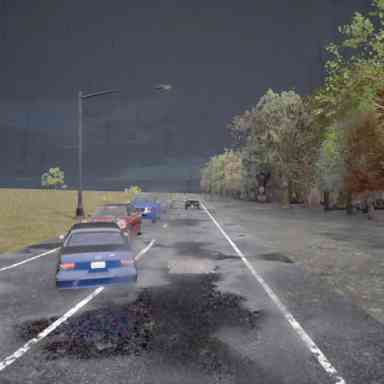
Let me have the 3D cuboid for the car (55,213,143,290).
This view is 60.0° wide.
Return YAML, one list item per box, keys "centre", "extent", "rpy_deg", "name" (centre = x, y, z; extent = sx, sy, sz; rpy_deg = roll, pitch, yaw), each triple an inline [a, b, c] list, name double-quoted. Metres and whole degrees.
- centre: [-2.691, 1.549, 9.250]
  extent: [2.033, 1.411, 5.357]
  rpy_deg: [0, 0, -18]
  name: "car"

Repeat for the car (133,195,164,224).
- centre: [-3.614, 1.223, 25.300]
  extent: [2.150, 2.045, 5.566]
  rpy_deg: [0, 0, -1]
  name: "car"

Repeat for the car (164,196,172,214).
- centre: [-3.608, 1.351, 35.305]
  extent: [2.097, 1.767, 4.553]
  rpy_deg: [0, 0, 0]
  name: "car"

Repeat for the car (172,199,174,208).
- centre: [-3.610, 1.347, 45.312]
  extent: [2.097, 1.767, 4.553]
  rpy_deg: [0, 0, 0]
  name: "car"

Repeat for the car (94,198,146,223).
- centre: [-3.678, 1.353, 15.635]
  extent: [2.097, 1.767, 4.553]
  rpy_deg: [0, 0, 1]
  name: "car"

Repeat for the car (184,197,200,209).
- centre: [0.041, 1.500, 44.259]
  extent: [1.837, 1.490, 4.892]
  rpy_deg: [0, 0, 0]
  name: "car"
